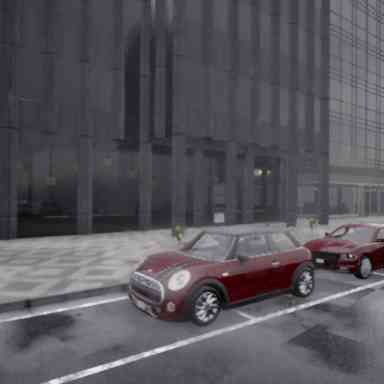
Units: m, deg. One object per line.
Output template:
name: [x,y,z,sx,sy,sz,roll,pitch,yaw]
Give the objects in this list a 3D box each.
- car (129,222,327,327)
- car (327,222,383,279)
car: [0.729,1.486,7.058,4.097,1.590,1.967,1,0,-36]
car: [5.315,1.647,10.336,4.507,1.381,1.887,1,0,-36]
